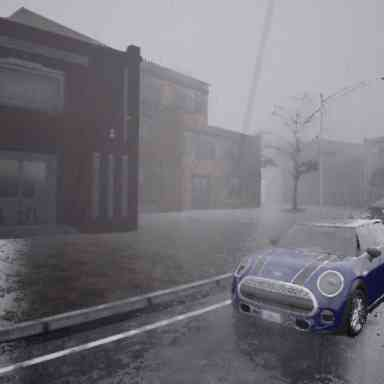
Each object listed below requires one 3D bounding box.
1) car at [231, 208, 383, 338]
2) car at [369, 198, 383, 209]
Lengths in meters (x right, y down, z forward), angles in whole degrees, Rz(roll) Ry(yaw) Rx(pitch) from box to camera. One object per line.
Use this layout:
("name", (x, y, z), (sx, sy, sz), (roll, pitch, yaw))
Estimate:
("car", (2.810, 1.368, 6.874), (2.097, 1.767, 4.553), (0, 0, 44))
("car", (18.496, 1.366, 31.423), (2.097, 1.767, 4.553), (1, 0, 7))
